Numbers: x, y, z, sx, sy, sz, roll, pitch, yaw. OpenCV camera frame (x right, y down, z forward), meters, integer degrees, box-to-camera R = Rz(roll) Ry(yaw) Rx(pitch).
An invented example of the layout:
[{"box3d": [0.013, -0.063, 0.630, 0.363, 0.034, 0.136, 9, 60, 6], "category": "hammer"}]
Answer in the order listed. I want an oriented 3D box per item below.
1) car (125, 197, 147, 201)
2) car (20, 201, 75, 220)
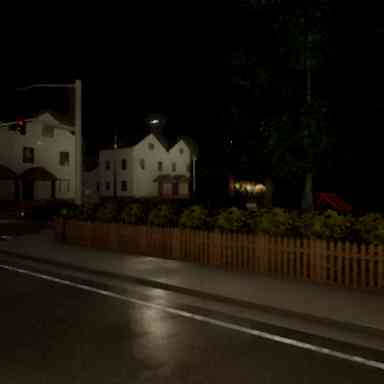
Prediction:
[{"box3d": [-6.518, 1.367, 36.791, 2.097, 1.767, 4.553, 0, 0, 35], "category": "car"}, {"box3d": [-12.172, 1.506, 28.625, 2.128, 1.511, 4.902, 0, 0, 35], "category": "car"}]
